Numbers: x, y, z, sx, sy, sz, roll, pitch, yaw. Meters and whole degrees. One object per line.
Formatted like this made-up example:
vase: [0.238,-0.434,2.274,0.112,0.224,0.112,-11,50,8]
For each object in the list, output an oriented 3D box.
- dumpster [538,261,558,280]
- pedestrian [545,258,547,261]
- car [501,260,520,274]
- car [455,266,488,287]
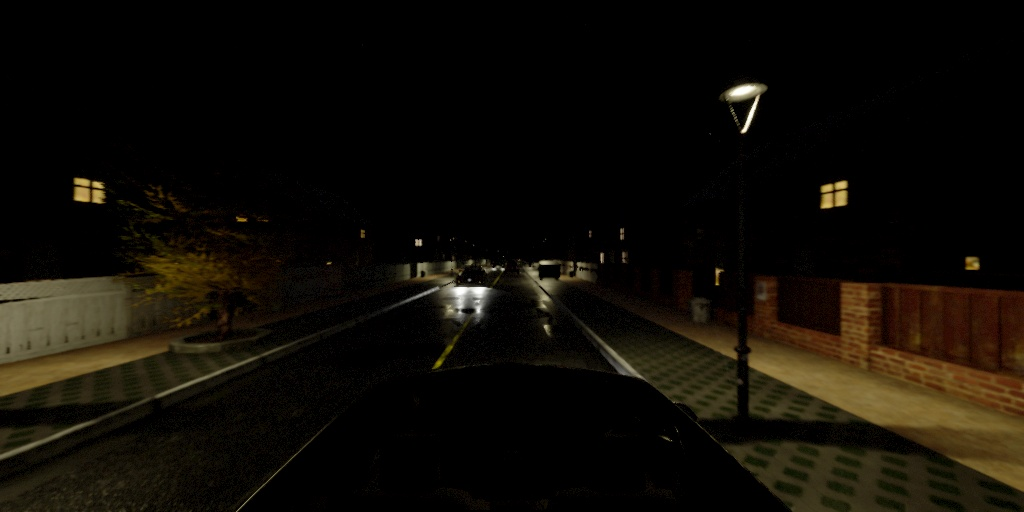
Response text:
dumpster: [3.012,1.266,30.323,1.020,1.700,1.940,0,0,0]
pedestrian: [3.012,1.018,31.789,0.375,1.860,0.375,0,0,-6]
car: [0.045,1.475,44.826,2.033,1.411,5.357,0,0,1]
car: [-2.844,1.417,25.937,1.994,1.385,4.181,0,0,0]
